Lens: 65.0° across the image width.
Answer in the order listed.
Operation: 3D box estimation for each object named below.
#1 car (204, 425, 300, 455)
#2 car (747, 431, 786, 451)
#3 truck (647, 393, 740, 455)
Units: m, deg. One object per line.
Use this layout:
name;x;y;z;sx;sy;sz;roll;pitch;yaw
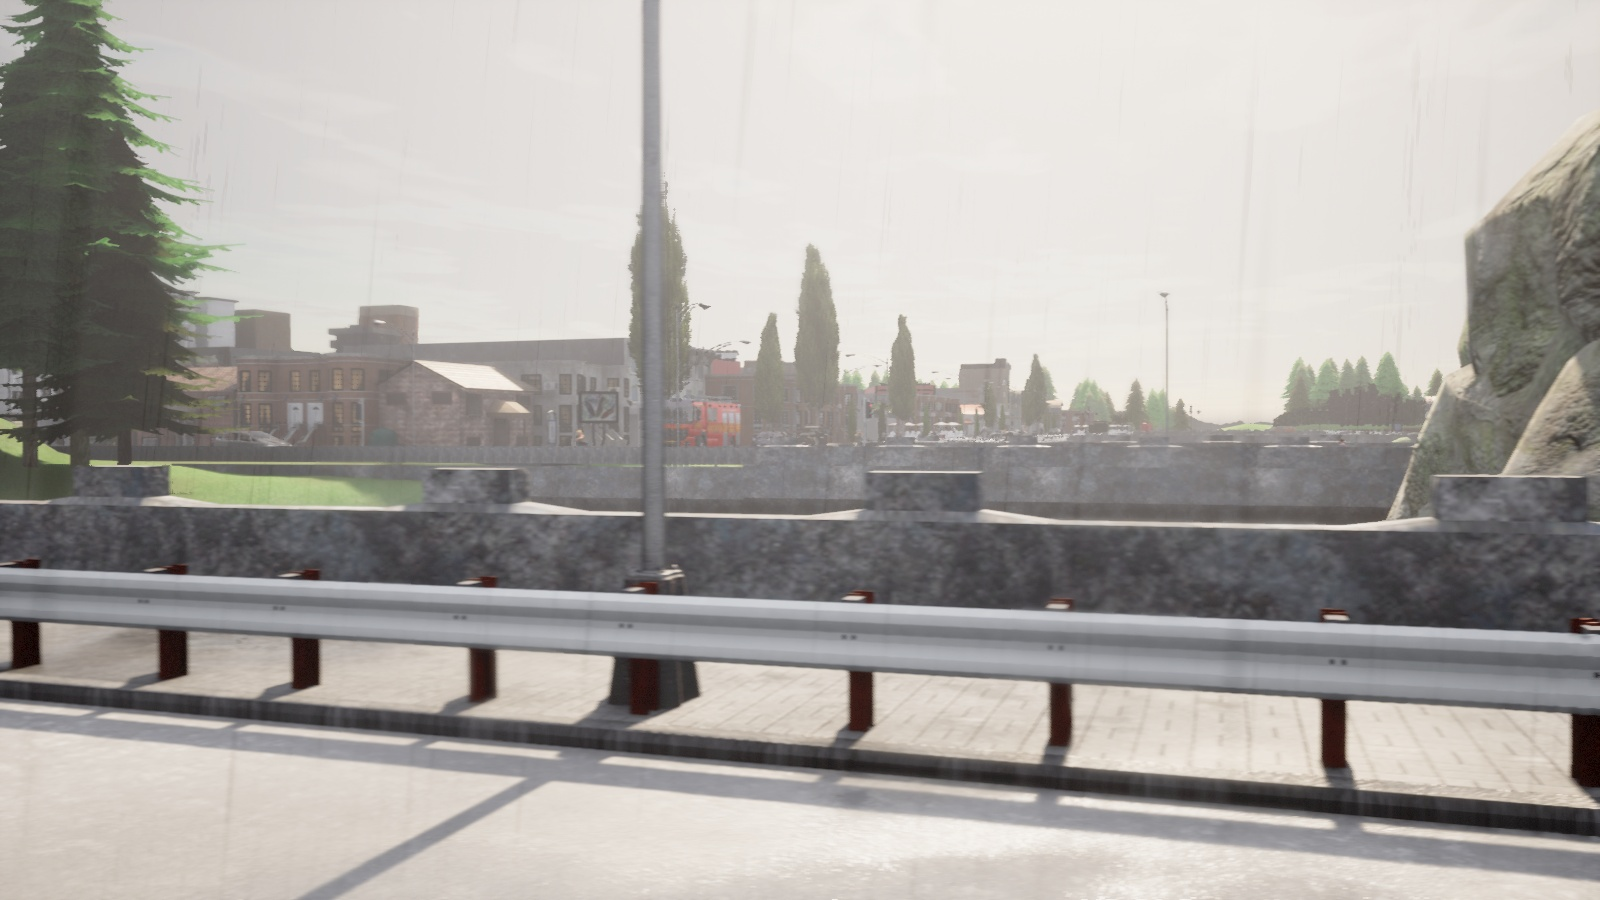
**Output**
car;-30.804;-0.575;70.591;4.611;1.667;2.242;1;1;19
car;-2.502;-0.686;94.718;1.845;1.501;3.633;1;1;19
truck;-6.805;-1.676;81.930;2.891;3.827;8.468;1;1;19
